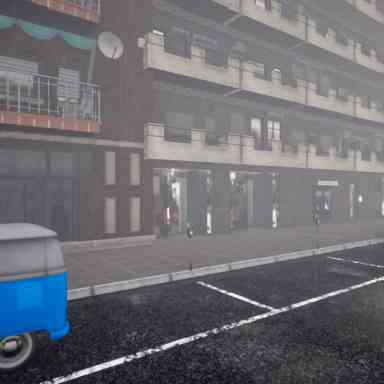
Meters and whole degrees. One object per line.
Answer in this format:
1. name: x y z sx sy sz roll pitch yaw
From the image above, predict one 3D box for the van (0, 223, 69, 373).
1. van: -3.587 1.341 4.005 3.998 1.788 1.690 0 0 -36
